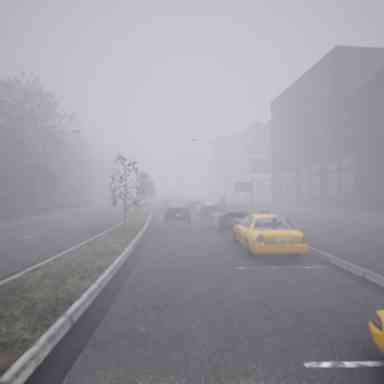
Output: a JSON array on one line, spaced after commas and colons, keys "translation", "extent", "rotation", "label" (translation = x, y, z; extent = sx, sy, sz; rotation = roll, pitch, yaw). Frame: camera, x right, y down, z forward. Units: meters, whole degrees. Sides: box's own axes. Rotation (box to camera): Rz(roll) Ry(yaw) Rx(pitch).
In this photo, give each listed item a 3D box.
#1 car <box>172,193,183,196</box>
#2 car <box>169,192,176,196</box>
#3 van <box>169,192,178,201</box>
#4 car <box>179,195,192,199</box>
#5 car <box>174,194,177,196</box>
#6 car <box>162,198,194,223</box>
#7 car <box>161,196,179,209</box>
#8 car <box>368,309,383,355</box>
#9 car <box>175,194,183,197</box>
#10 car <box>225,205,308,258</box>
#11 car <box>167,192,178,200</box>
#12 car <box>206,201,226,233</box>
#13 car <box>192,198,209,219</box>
[{"translation": [-2.238, 1.465, 62.492], "extent": [2.163, 1.488, 4.792], "rotation": [0, 0, -6], "label": "car"}, {"translation": [-2.852, 1.163, 68.002], "extent": [2.435, 2.045, 5.566], "rotation": [0, 0, -6], "label": "car"}, {"translation": [-4.709, 1.110, 84.626], "extent": [1.878, 1.987, 4.442], "rotation": [0, 0, -6], "label": "van"}, {"translation": [-0.386, 1.518, 45.924], "extent": [2.002, 1.452, 4.674], "rotation": [0, 0, -6], "label": "car"}, {"translation": [-1.617, 1.492, 56.948], "extent": [2.002, 1.452, 4.674], "rotation": [0, 0, -6], "label": "car"}, {"translation": [-1.199, 1.491, 25.673], "extent": [1.882, 1.535, 5.008], "rotation": [0, 0, -5], "label": "car"}, {"translation": [-3.009, 1.597, 42.808], "extent": [1.895, 1.301, 4.718], "rotation": [0, 0, -6], "label": "car"}, {"translation": [3.064, 1.477, 1.881], "extent": [1.946, 1.575, 5.366], "rotation": [0, 0, 0], "label": "car"}, {"translation": [-1.006, 1.496, 51.466], "extent": [2.163, 1.488, 4.792], "rotation": [0, 0, -6], "label": "car"}, {"translation": [2.741, 1.489, 12.895], "extent": [1.946, 1.575, 5.366], "rotation": [0, 0, -2], "label": "car"}, {"translation": [-5.316, 1.052, 90.050], "extent": [2.435, 2.045, 5.566], "rotation": [0, 0, -6], "label": "car"}, {"translation": [2.328, 1.527, 19.924], "extent": [2.163, 1.488, 4.792], "rotation": [0, 0, -3], "label": "car"}, {"translation": [1.450, 1.498, 29.482], "extent": [2.097, 1.535, 5.008], "rotation": [0, 0, -6], "label": "car"}]
